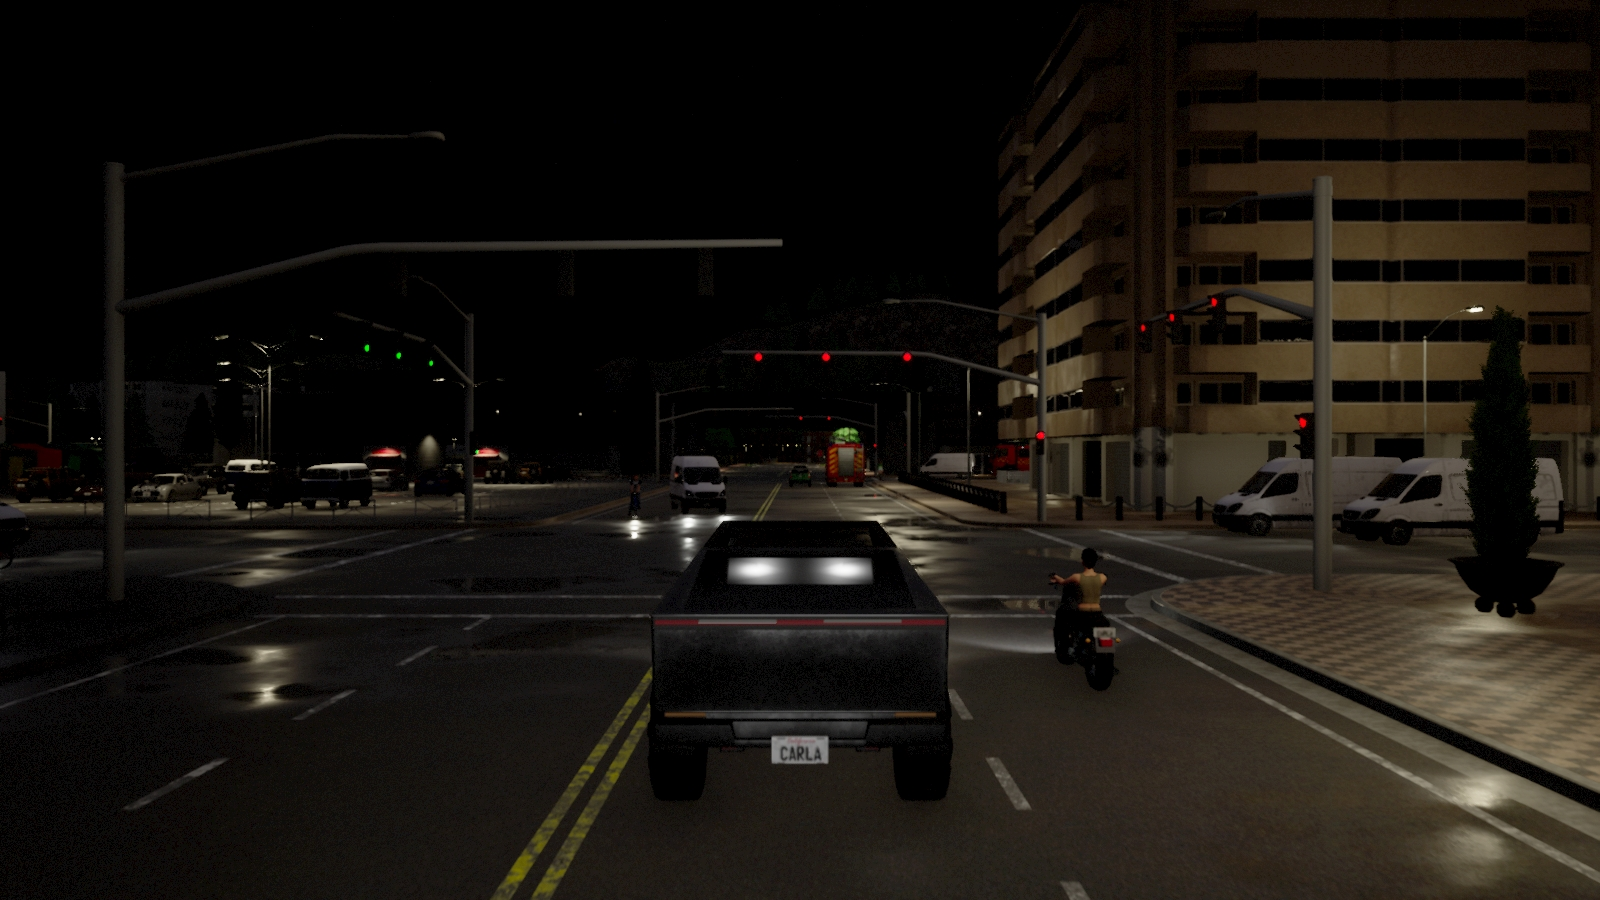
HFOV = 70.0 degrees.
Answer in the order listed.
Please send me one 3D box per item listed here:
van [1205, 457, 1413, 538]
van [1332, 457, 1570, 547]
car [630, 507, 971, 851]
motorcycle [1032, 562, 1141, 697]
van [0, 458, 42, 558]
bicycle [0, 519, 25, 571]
[{"bbox_3d":[16.566,1.506,37.364,5.915,2.561,1.988,0,0,0],"label":"van"},{"bbox_3d":[19.190,1.504,33.877,5.915,2.561,1.988,0,0,0],"label":"van"},{"bbox_3d":[0.002,1.762,11.144,2.390,2.098,6.274,0,0,0],"label":"car"},{"bbox_3d":[3.505,2.165,14.211,0.764,1.307,2.356,0,0,0],"label":"motorcycle"},{"bbox_3d":[-23.467,1.501,29.933,5.915,2.561,1.988,0,0,0],"label":"van"},{"bbox_3d":[-18.964,2.197,26.440,1.487,1.126,0.859,0,0,0],"label":"bicycle"}]
